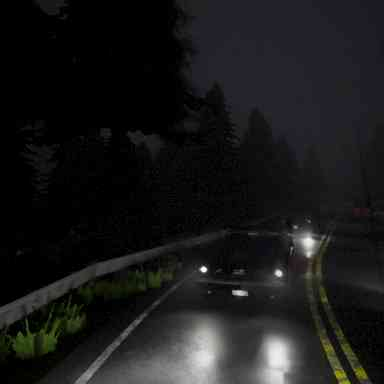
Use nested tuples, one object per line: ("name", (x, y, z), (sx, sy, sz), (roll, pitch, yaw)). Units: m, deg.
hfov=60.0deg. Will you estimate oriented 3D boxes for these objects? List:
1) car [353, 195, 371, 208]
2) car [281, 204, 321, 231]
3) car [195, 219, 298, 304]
("car", (20.605, 1.058, 40.252), (2.128, 1.511, 4.902), (-2, 0, 28))
("car", (6.656, 1.460, 20.062), (2.033, 1.411, 5.357), (-2, 0, 26))
("car", (1.580, 1.599, 8.418), (1.895, 1.301, 4.718), (-1, 0, 18))
